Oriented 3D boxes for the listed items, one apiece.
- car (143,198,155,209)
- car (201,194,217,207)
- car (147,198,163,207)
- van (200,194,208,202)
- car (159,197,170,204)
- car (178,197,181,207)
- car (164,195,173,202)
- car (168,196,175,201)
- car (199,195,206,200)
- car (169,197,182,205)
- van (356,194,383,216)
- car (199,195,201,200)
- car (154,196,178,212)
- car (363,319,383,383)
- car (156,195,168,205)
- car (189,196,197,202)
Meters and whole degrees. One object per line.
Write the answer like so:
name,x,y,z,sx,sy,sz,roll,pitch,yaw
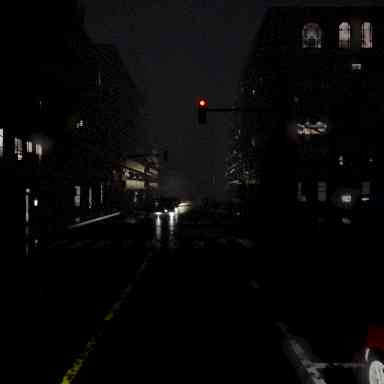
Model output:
car,-5.598,1.560,45.299,2.008,1.369,4.403,0,0,0
car,2.793,1.454,50.804,1.967,1.590,4.097,-1,0,0
car,-5.586,1.580,50.827,1.947,1.339,4.313,0,0,0
van,2.852,1.379,78.443,1.690,1.788,3.998,-1,0,0
car,-5.551,1.609,67.411,1.802,1.307,4.206,-1,0,0
car,-2.969,1.539,49.618,1.812,1.442,4.674,0,0,0
car,-5.527,1.563,78.296,1.752,1.417,4.829,-1,0,0
car,-5.501,1.632,89.522,1.802,1.307,4.206,-1,0,0
car,2.890,1.602,95.027,1.887,1.381,4.507,-1,0,0
car,-2.941,1.568,60.243,2.033,1.411,5.357,0,0,1
van,15.701,1.035,27.347,3.998,1.788,1.690,-1,1,-1
car,2.830,1.577,67.387,2.008,1.369,4.403,-1,0,0
car,-3.009,1.532,39.304,1.812,1.442,4.674,0,0,0
car,2.687,1.544,1.804,1.887,1.381,4.507,0,0,0
car,-5.564,1.462,61.883,1.967,1.590,4.097,-1,0,0
car,0.174,1.563,79.318,1.812,1.442,4.674,0,0,0
